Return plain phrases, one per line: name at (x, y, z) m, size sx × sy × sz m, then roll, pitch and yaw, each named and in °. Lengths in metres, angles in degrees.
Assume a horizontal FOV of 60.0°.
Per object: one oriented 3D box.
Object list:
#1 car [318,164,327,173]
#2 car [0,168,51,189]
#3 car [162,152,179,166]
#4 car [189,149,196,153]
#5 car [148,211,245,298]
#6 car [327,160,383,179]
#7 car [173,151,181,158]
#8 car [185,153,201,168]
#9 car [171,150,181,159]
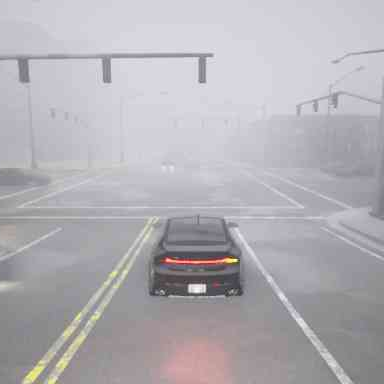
car at (16.315, -2.698, 36.254) m, size 4.902 × 1.511 × 2.128 m, roll 0°, pitch 9°, yaw 0°
car at (-13.599, -1.095, 25.892) m, size 4.892 × 1.490 × 1.837 m, roll 0°, pitch 9°, yaw -1°
car at (-3.540, -4.840, 50.654) m, size 2.033 × 1.411 × 5.357 m, roll 0°, pitch 9°, yaw 0°
car at (0.101, -10.895, 90.284) m, size 1.994 × 1.385 × 4.181 m, roll 0°, pitch 9°, yaw 0°
car at (0.081, 1.209, 7.986) m, size 1.837 × 1.490 × 4.892 m, roll 0°, pitch 4°, yaw 0°
car at (16.679, -2.114, 32.803) m, size 5.357 × 1.411 × 2.033 m, roll 0°, pitch 9°, yaw 2°
car at (-3.500, -6.587, 60.786) m, size 2.097 × 1.767 × 4.553 m, roll 0°, pitch 9°, yaw 0°
car at (0.127, -4.182, 46.200) m, size 1.812 × 1.442 × 4.674 m, roll 0°, pitch 9°, yaw 1°
car at (-3.421, -8.016, 70.965) m, size 1.882 × 1.535 × 5.008 m, roll 0°, pitch 9°, yaw 0°
